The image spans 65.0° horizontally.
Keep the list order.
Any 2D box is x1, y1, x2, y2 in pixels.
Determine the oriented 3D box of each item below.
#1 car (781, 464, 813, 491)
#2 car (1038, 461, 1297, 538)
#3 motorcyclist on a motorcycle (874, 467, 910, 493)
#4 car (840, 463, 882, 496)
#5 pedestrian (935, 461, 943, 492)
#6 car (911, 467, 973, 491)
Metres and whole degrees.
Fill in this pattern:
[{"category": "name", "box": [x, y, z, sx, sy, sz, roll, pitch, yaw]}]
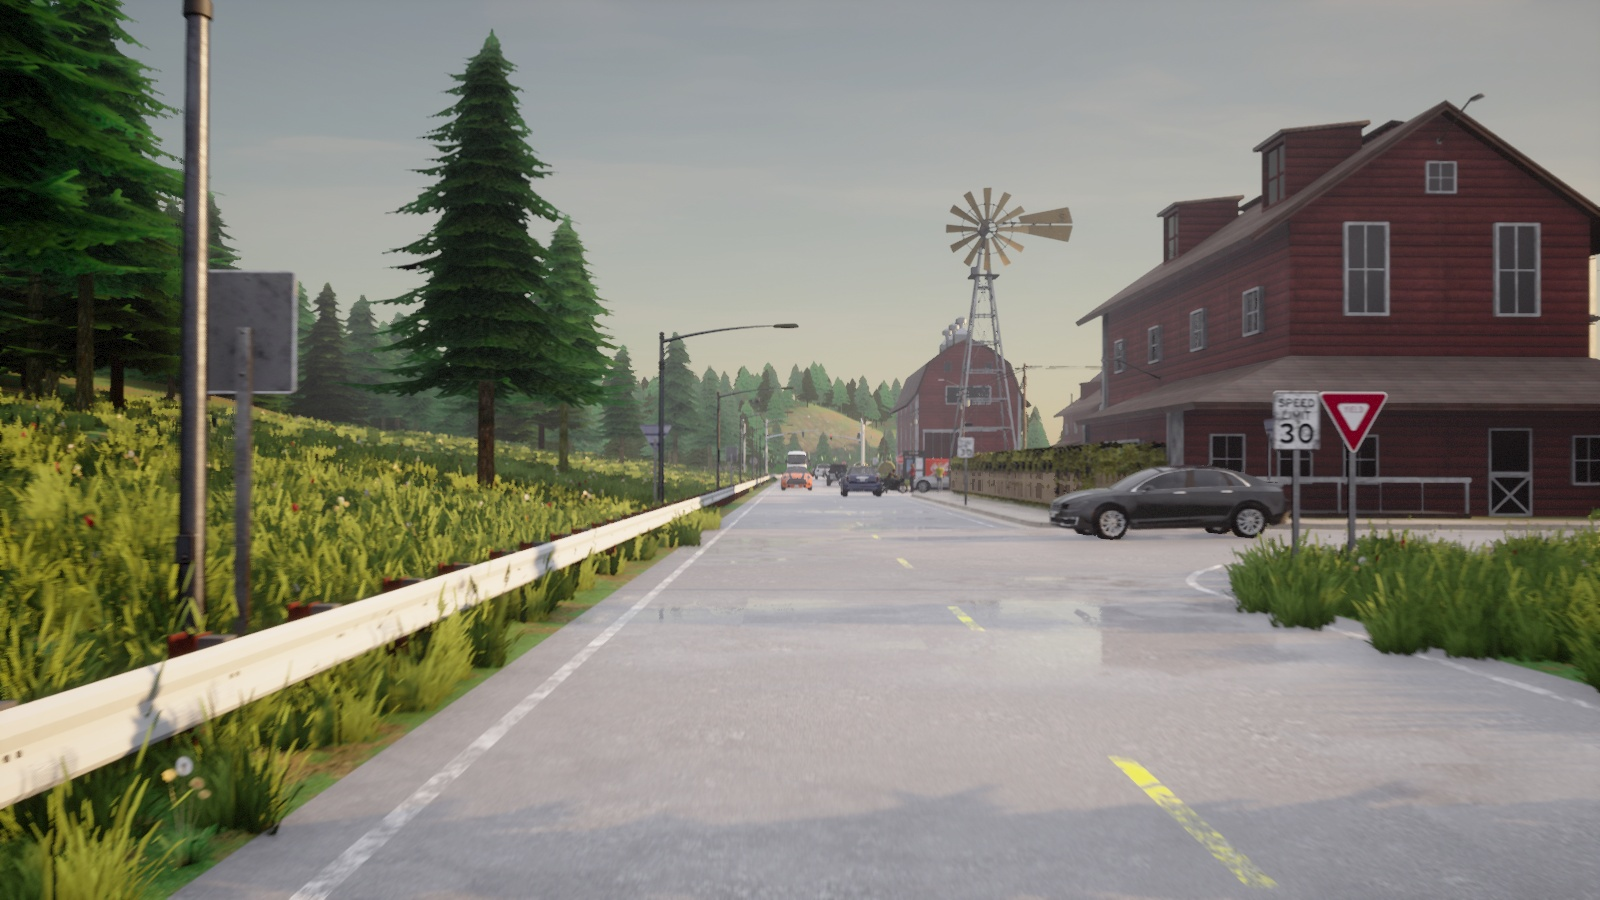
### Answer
[{"category": "car", "box": [-0.206, 1.847, 86.086, 2.097, 1.767, 4.553, 0, -1, 0]}, {"category": "car", "box": [7.674, 1.024, 26.495, 4.892, 1.490, 1.837, -1, -1, -3]}, {"category": "motorcyclist on a motorcycle", "box": [5.553, 1.809, 75.954, 2.044, 1.523, 0.797, -1, -1, 22]}, {"category": "car", "box": [3.334, 1.601, 69.136, 2.097, 1.767, 4.553, 0, -1, 0]}, {"category": "pedestrian", "box": [8.442, 1.604, 76.155, 0.354, 1.836, 0.706, 0, -1, -2]}, {"category": "car", "box": [9.007, 1.826, 79.423, 3.806, 1.475, 1.970, 0, -1, 10]}]
